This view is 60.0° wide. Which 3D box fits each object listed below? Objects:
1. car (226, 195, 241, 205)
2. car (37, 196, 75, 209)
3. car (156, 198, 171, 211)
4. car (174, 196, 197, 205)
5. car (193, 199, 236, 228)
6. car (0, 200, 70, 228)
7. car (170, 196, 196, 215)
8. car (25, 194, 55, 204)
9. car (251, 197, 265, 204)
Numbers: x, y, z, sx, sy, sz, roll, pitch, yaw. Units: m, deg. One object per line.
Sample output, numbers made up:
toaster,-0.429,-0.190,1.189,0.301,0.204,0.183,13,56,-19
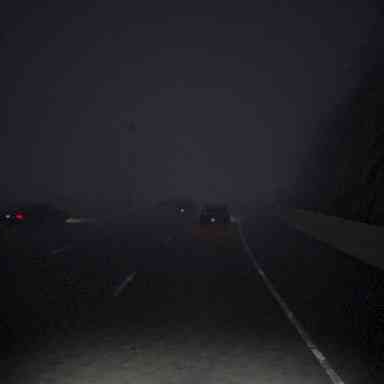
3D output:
car,7.533,1.339,60.382,2.097,1.767,4.553,1,0,22
car,-16.591,1.213,40.783,1.837,1.490,4.892,1,0,12
car,-2.750,1.418,38.266,1.812,1.442,4.674,0,0,13
car,-1.120,1.424,58.394,2.033,1.411,5.357,1,0,22
car,1.613,1.471,22.207,2.128,1.511,4.902,1,0,9
car,-9.652,1.382,20.657,2.033,1.411,5.357,1,0,8
car,-0.379,1.439,32.917,1.837,1.490,4.892,0,0,12
car,-24.268,1.114,53.286,1.812,1.442,4.674,1,0,16
car,12.405,1.610,62.782,1.994,1.385,4.181,1,0,23
